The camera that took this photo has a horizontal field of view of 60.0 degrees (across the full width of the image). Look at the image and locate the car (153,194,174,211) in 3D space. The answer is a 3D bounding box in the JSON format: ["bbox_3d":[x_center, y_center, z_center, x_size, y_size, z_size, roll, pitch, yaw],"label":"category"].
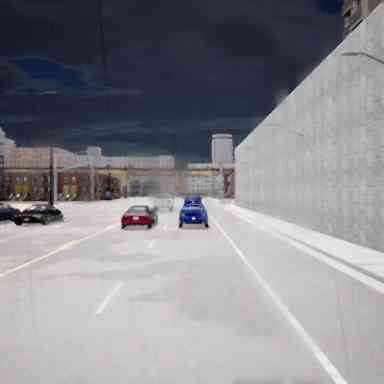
[{"bbox_3d":[-3.393,1.233,40.196,2.150,2.045,5.566,0,0,0],"label":"car"}]

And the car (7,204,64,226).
[{"bbox_3d":[-10.592,1.571,23.267,1.994,1.385,4.181,0,0,0],"label":"car"}]

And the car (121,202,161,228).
[{"bbox_3d":[-3.396,1.570,22.061,1.994,1.385,4.181,0,0,0],"label":"car"}]

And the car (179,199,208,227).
[{"bbox_3d":[0.106,1.484,22.912,1.882,1.535,5.008,0,0,0],"label":"car"}]

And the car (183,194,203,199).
[{"bbox_3d":[0.108,1.232,40.029,2.150,2.045,5.566,0,0,0],"label":"car"}]

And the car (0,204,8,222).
[{"bbox_3d":[-14.094,1.555,23.548,2.033,1.411,5.357,0,0,0],"label":"car"}]
